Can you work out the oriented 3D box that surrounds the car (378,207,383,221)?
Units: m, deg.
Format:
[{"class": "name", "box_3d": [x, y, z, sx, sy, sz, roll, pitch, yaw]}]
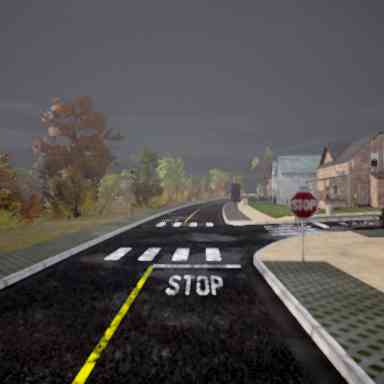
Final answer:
[{"class": "car", "box_3d": [12.127, 0.936, 16.151, 5.357, 1.411, 2.033, -3, -1, 6]}]
